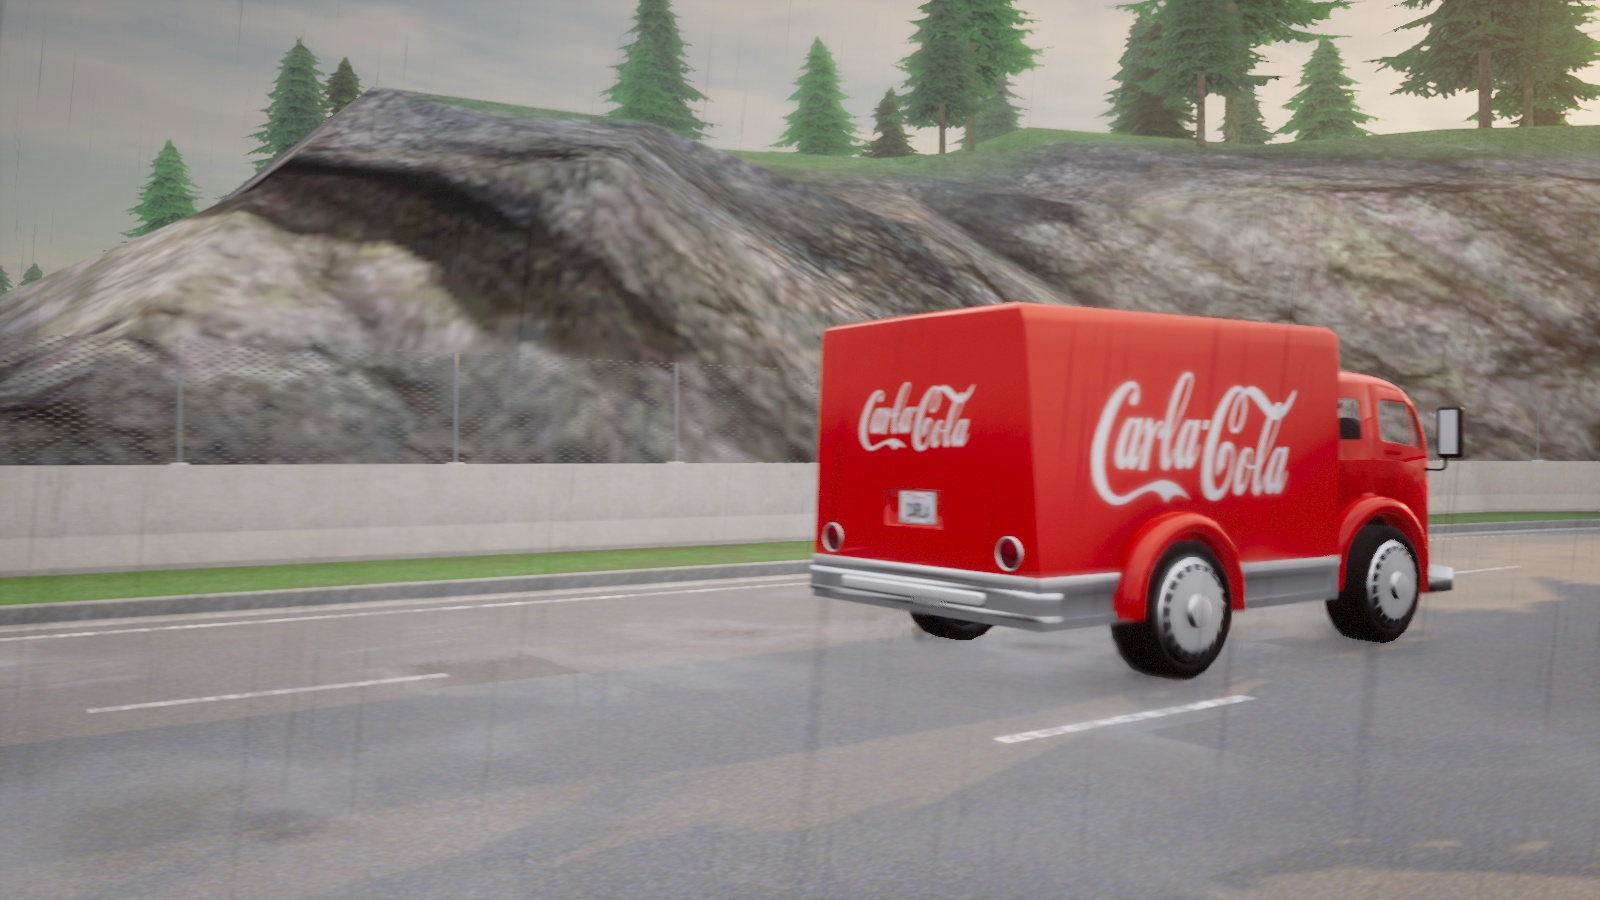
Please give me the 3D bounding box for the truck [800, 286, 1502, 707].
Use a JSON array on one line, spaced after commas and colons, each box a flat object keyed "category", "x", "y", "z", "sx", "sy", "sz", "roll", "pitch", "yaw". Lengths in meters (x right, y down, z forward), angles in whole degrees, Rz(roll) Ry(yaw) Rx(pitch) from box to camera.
[{"category": "truck", "x": 2.889, "y": 0.276, "z": 9.936, "sx": 5.204, "sy": 2.467, "sz": 2.627, "roll": 0, "pitch": 0, "yaw": -35}]
